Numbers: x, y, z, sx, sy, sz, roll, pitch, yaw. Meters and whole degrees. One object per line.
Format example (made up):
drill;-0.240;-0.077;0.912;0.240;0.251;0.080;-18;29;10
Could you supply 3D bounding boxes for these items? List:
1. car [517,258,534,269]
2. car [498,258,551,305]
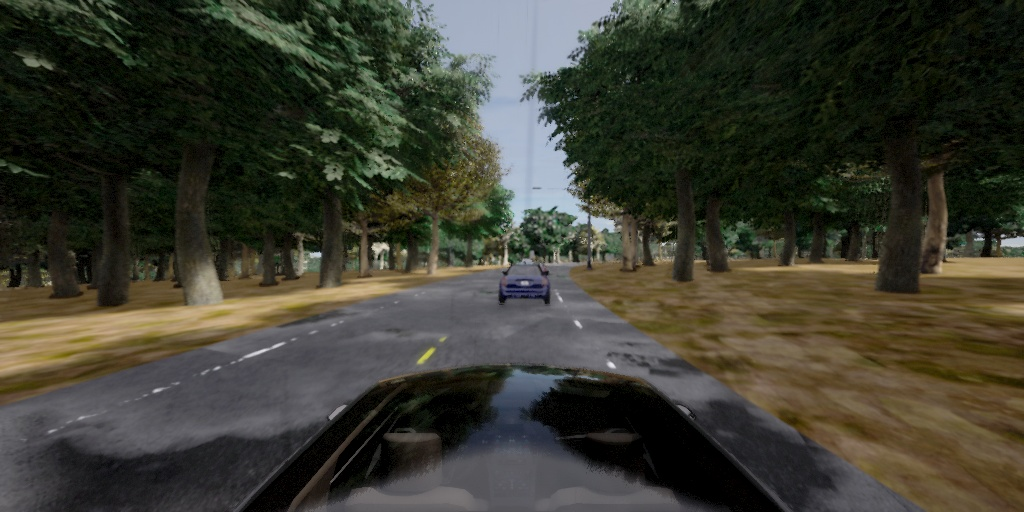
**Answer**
car;2.138;1.099;54.247;1.812;1.442;4.674;0;0;12
car;0.608;1.056;16.029;2.097;1.767;4.553;0;0;3
